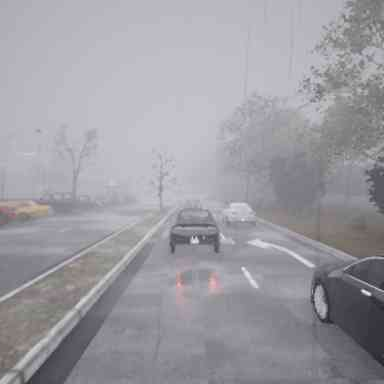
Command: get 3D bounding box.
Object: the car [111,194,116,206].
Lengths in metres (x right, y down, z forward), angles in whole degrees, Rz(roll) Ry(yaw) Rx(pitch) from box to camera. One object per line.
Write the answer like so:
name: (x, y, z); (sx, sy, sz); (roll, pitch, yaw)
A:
car: (-13.842, 1.392, 47.629); (4.792, 1.488, 2.163); (-1, 0, -20)

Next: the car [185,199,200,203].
car: (0.086, 1.413, 34.651); (2.033, 1.411, 5.357); (0, 0, 0)

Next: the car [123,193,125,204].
car: (-13.984, 1.374, 53.583); (5.366, 1.575, 1.946); (-1, 0, -20)

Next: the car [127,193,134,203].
car: (-13.818, 1.137, 59.647); (5.566, 2.045, 2.435); (-1, 0, -20)

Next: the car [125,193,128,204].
car: (-13.797, 1.422, 56.650); (4.674, 1.452, 2.002); (-1, 0, -20)

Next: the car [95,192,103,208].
car: (-13.851, 1.230, 41.635); (4.553, 1.767, 2.185); (-1, 0, -20)

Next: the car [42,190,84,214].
car: (-13.847, 1.109, 32.622); (5.566, 2.045, 2.435); (-1, 0, -20)

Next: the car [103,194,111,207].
car: (-13.824, 1.360, 44.645); (4.892, 1.521, 2.231); (-1, 0, -20)

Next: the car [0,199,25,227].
car: (-13.802, 1.150, 20.652); (5.566, 2.045, 2.435); (-1, 0, -20)

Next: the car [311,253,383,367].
car: (3.098, 1.499, 4.207); (1.837, 1.490, 4.892); (0, 0, 0)

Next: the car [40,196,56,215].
car: (-13.995, 1.376, 26.572); (5.366, 1.575, 1.946); (-1, 0, -20)

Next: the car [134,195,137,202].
car: (-13.748, 1.144, 62.683); (5.566, 2.045, 2.435); (-1, 0, -20)

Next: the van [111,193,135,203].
van: (-13.633, 1.175, 65.719); (4.442, 1.987, 1.878); (-1, 0, -19)

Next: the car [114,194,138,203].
car: (-13.660, 1.283, 68.697); (4.553, 1.767, 2.185); (-1, 0, -19)

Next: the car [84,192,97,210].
car: (-13.789, 1.228, 38.649); (4.553, 1.767, 2.185); (-1, 0, -20)

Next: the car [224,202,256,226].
car: (3.091, 1.427, 22.397); (1.812, 1.442, 4.674); (0, 0, 0)

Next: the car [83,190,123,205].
car: (-13.843, 1.118, 50.633); (5.566, 2.045, 2.435); (-1, 0, -20)

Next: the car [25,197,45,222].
car: (-13.648, 1.381, 23.705); (5.366, 1.575, 1.946); (-1, 0, -20)

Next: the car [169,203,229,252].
car: (0.094, 1.440, 13.671); (2.128, 1.511, 4.902); (0, 0, 0)
